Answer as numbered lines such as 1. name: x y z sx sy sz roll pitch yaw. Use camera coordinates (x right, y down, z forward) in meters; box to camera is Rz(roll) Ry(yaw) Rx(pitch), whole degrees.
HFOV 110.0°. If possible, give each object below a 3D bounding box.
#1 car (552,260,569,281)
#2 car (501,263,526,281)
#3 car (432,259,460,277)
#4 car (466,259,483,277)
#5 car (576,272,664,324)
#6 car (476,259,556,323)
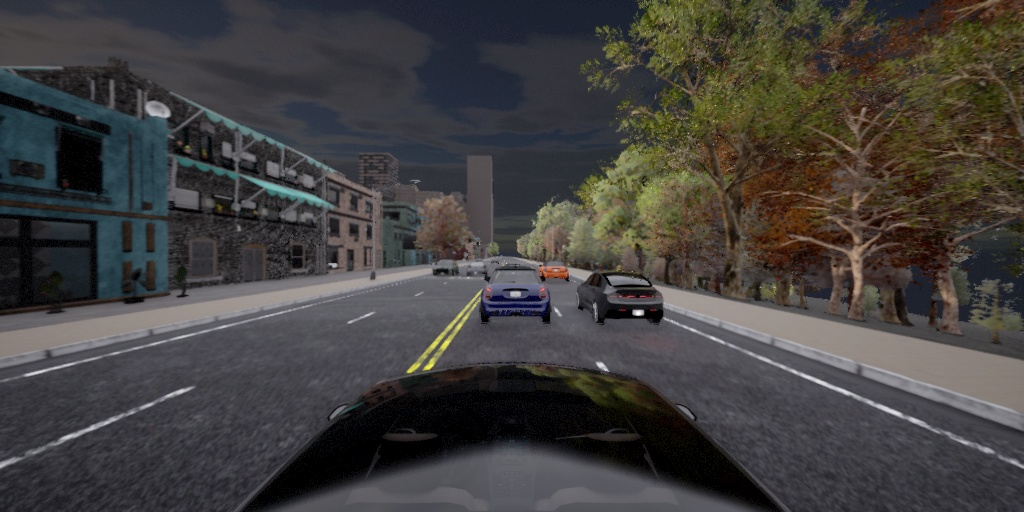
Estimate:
1. car: 3.354 1.100 29.540 2.097 1.767 4.553 0 0 0
2. car: 0.104 1.312 30.618 1.994 1.385 4.181 0 0 0
3. car: -6.588 1.099 36.133 2.097 1.767 4.553 0 0 0
4. car: -3.340 1.273 35.239 1.812 1.442 4.674 0 0 0
5. car: 3.351 1.254 11.916 1.837 1.490 4.892 0 0 0
6. car: 0.102 1.101 12.311 2.097 1.767 4.553 0 0 0
